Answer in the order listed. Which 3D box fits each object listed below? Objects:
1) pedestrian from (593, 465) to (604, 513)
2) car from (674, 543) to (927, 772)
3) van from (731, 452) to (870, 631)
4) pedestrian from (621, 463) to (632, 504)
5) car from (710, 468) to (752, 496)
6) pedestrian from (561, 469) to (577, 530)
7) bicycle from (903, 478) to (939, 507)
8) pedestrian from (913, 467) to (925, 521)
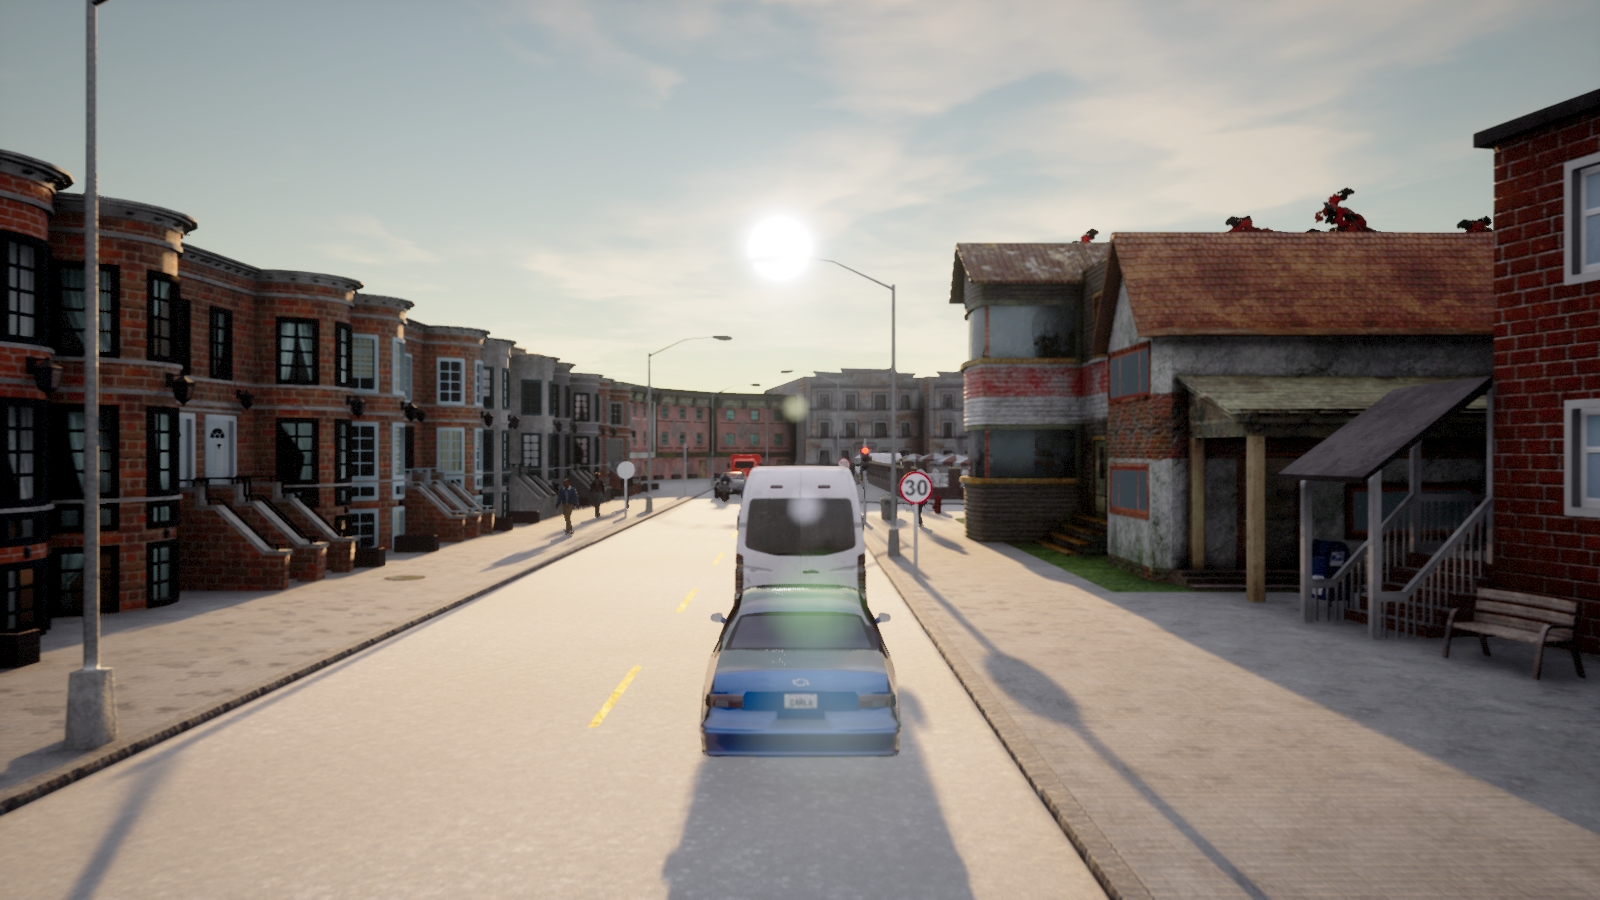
[{"bbox_3d":[-7.842,1.527,44.423,0.375,1.860,0.375,0,0,1],"label":"pedestrian"},{"bbox_3d":[0.003,1.887,11.873,2.033,1.411,5.357,0,0,0],"label":"car"},{"bbox_3d":[0.003,1.316,19.325,1.988,2.561,5.915,0,0,0],"label":"van"},{"bbox_3d":[-7.892,1.530,52.021,0.375,1.860,0.375,0,0,9],"label":"pedestrian"},{"bbox_3d":[-3.994,1.833,67.009,2.128,1.511,4.902,0,0,0],"label":"car"},{"bbox_3d":[-7.189,1.528,35.495,0.375,1.860,0.375,0,0,11],"label":"pedestrian"},{"bbox_3d":[5.554,1.939,52.432,1.643,1.296,0.373,0,0,4],"label":"bicycle"},{"bbox_3d":[4.129,1.527,39.722,0.375,1.860,0.375,0,0,-4],"label":"pedestrian"}]
